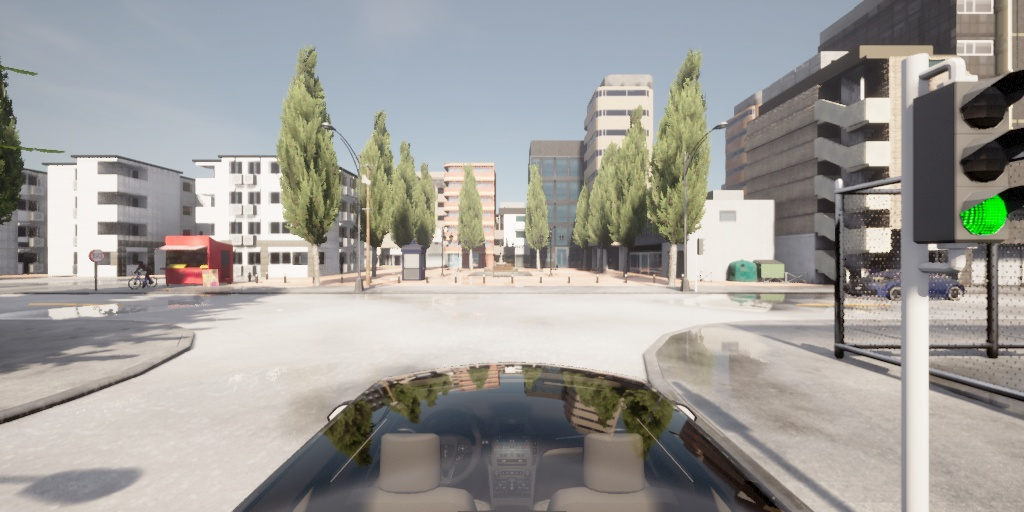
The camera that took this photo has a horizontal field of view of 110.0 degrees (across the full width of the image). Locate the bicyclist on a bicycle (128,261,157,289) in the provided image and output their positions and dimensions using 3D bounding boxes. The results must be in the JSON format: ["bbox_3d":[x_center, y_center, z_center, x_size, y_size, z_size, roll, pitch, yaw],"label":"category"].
[{"bbox_3d":[-21.558,1.109,20.967,0.582,1.620,1.656,0,0,0],"label":"bicyclist on a bicycle"}]

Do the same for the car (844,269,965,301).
[{"bbox_3d":[18.212,1.322,16.799,4.181,1.385,1.994,0,0,0],"label":"car"}]
